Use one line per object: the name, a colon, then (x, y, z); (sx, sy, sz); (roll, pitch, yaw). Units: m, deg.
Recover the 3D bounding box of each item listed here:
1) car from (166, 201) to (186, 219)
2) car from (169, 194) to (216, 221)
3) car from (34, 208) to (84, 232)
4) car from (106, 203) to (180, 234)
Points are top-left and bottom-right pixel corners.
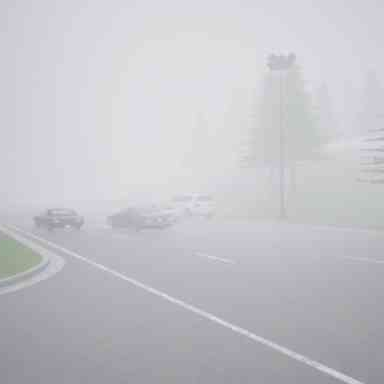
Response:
car: (-2.774, 1.586, 24.783); (1.895, 1.301, 4.718); (-1, 0, -37)
car: (-0.417, 1.176, 27.466); (2.150, 2.045, 5.566); (-1, 0, -37)
car: (-8.366, 1.656, 20.571); (1.895, 1.301, 4.718); (-1, 0, -37)
car: (-3.230, 1.547, 19.564); (2.033, 1.411, 5.357); (-1, 0, -37)
